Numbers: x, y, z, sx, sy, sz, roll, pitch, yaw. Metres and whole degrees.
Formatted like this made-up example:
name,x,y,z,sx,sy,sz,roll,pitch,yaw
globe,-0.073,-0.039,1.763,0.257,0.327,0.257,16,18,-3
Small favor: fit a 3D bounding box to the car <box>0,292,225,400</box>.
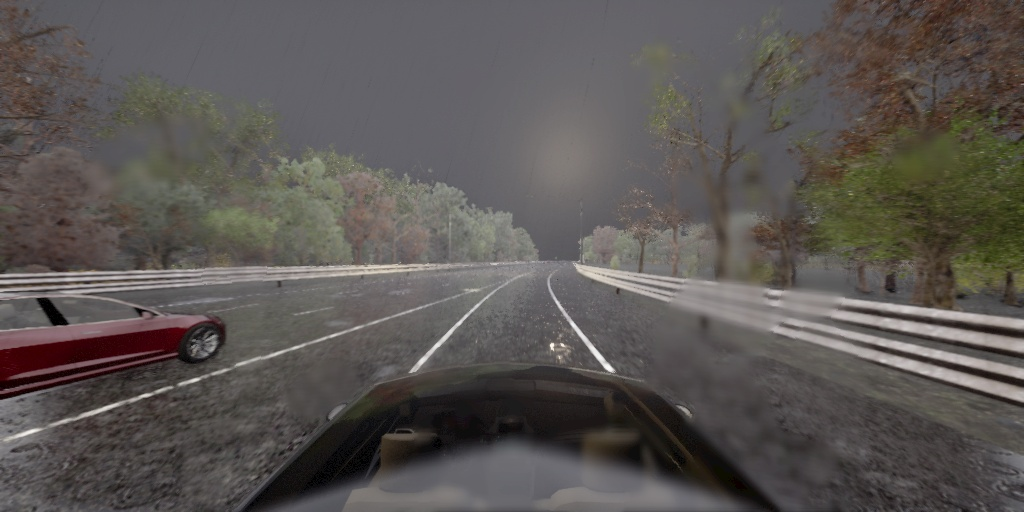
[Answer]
name,x,y,z,sx,sy,sz,roll,pitch,yaw
car,-6.990,1.241,5.321,2.163,1.488,4.792,0,-1,9
